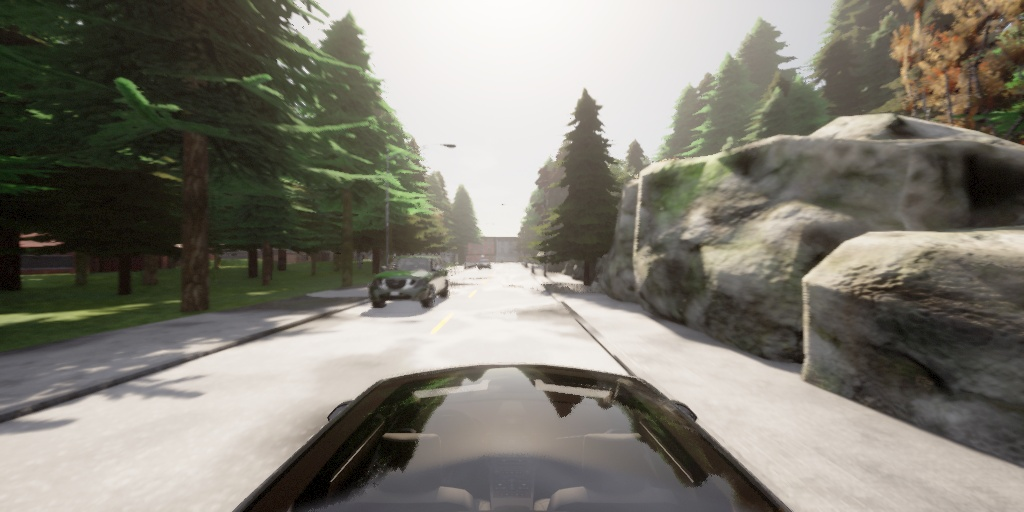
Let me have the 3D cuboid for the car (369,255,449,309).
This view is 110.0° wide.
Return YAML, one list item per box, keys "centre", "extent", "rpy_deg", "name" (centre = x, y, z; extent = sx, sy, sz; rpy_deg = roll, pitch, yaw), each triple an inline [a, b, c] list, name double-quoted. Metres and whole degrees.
- centre: [-4.095, 0.975, 15.286]
  extent: [2.150, 2.045, 5.566]
  rpy_deg: [0, 0, 0]
  name: "car"

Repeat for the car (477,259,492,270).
- centre: [-4.020, 1.255, 52.682]
  extent: [1.837, 1.490, 4.892]
  rpy_deg: [0, 1, 0]
  name: "car"
